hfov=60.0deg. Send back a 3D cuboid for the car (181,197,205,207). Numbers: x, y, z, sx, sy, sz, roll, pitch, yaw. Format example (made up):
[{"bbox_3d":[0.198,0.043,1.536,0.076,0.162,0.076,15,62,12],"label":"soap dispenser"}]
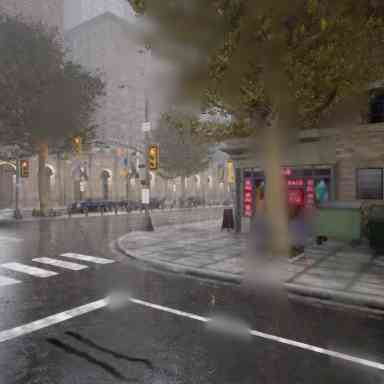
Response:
[{"bbox_3d":[0.183,1.505,50.778,1.837,1.490,4.892,0,0,36],"label":"car"}]

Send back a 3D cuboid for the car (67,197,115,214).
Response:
[{"bbox_3d":[-10.931,1.352,35.423,2.097,1.767,4.553,0,0,36],"label":"car"}]

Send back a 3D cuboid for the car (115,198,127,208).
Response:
[{"bbox_3d":[-10.121,1.595,47.893,1.895,1.301,4.718,0,0,36],"label":"car"}]

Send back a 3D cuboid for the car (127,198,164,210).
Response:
[{"bbox_3d":[-5.639,1.505,42.739,1.837,1.490,4.892,0,0,36],"label":"car"}]
